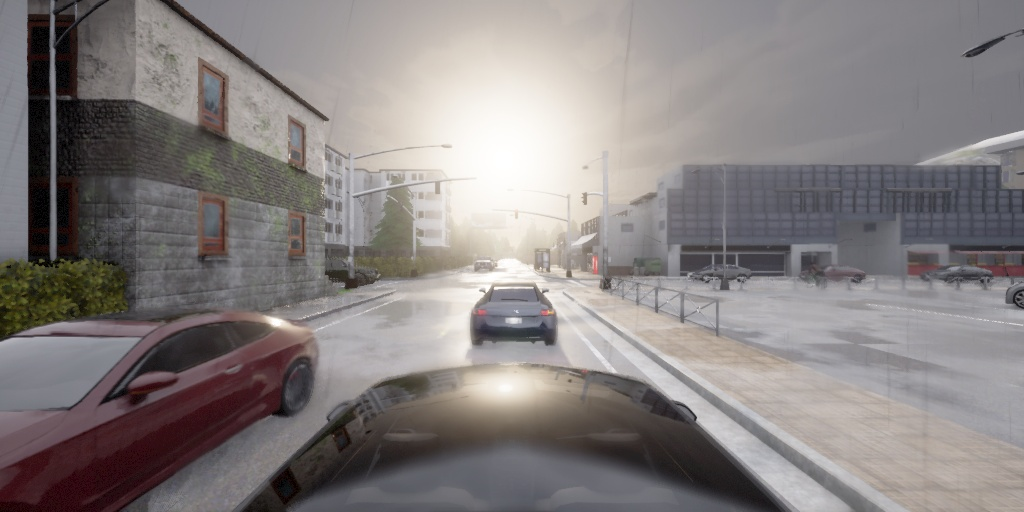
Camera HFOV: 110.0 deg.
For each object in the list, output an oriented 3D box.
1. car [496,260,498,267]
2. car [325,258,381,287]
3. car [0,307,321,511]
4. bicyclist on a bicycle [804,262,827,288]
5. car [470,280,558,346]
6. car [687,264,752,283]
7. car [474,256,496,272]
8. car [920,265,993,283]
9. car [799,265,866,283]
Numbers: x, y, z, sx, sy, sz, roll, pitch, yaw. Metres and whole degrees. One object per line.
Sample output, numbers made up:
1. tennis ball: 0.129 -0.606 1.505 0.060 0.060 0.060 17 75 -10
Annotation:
1. car: -3.654 1.351 56.973 1.895 1.301 4.718 0 0 0
2. car: -12.411 1.148 25.748 5.566 2.045 2.150 0 0 0
3. car: -3.581 1.276 3.237 1.812 1.442 4.674 0 0 0
4. bicyclist on a bicycle: 18.689 1.227 22.084 0.582 1.620 1.656 0 0 0
5. car: 0.053 1.314 9.463 1.994 1.385 4.181 0 0 0
6. car: 17.033 1.418 29.561 4.902 1.511 2.128 0 0 0
7. car: -3.653 0.972 47.080 2.150 2.045 5.566 0 0 0
8. car: 36.708 1.452 29.612 4.674 1.442 1.812 0 0 0
9. car: 26.398 1.452 29.590 4.674 1.442 1.812 0 0 0
